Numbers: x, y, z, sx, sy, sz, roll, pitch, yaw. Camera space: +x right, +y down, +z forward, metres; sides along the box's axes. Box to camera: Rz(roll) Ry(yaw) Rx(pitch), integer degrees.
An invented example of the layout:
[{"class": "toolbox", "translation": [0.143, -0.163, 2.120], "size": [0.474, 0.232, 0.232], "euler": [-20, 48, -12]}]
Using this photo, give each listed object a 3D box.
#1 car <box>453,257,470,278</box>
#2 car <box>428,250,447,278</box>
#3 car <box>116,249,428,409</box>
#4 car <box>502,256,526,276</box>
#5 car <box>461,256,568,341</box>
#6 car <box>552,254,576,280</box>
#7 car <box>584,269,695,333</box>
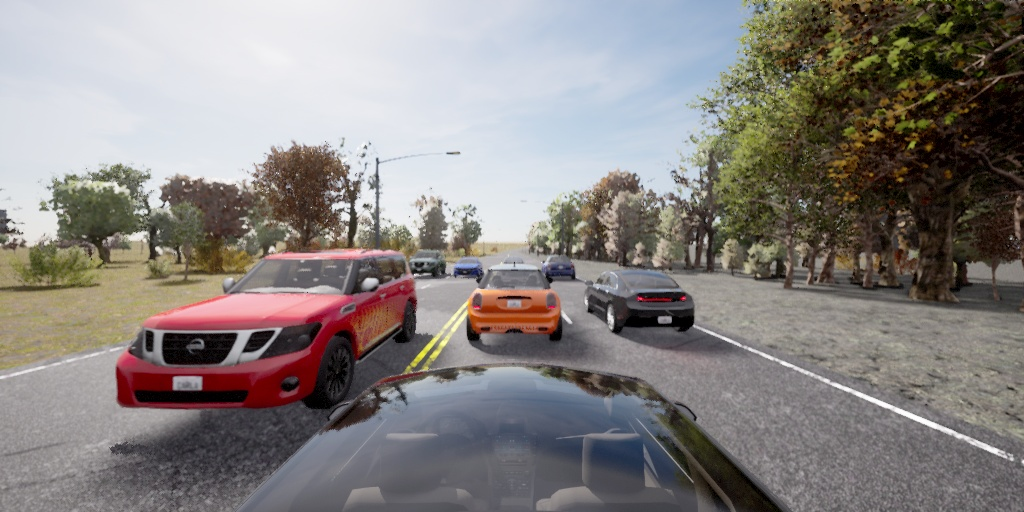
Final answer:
[{"class": "car", "translation": [-3.324, 0.831, 27.894], "size": [1.882, 1.535, 5.008], "euler": [0, 1, 0]}, {"class": "car", "translation": [-6.574, 0.573, 28.096], "size": [2.150, 2.045, 5.566], "euler": [0, 1, 0]}, {"class": "car", "translation": [-3.310, 0.899, 6.414], "size": [2.150, 2.045, 5.566], "euler": [0, 1, 0]}, {"class": "car", "translation": [0.126, 0.784, 30.983], "size": [1.882, 1.535, 5.008], "euler": [0, 1, -1]}, {"class": "car", "translation": [0.065, 0.982, 9.630], "size": [2.097, 1.767, 4.553], "euler": [0, 1, 0]}, {"class": "car", "translation": [3.329, 0.720, 26.432], "size": [2.097, 1.767, 4.553], "euler": [-1, 1, 0]}, {"class": "car", "translation": [3.319, 1.118, 10.204], "size": [1.837, 1.490, 4.892], "euler": [-1, 1, 0]}]
